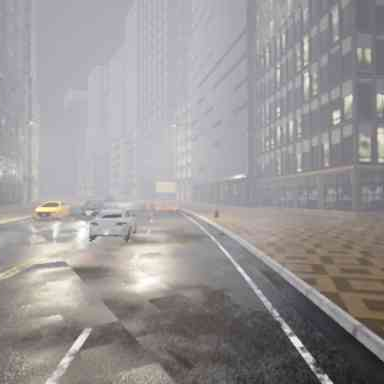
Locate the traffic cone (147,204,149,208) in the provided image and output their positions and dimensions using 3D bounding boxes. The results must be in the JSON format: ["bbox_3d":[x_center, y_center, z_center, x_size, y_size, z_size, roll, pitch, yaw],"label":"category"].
[{"bbox_3d":[-5.547,2.002,43.680,0.340,0.580,0.340,0,0,-10],"label":"traffic cone"}]

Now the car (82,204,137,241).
[{"bbox_3d":[-3.860,1.544,16.653,1.812,1.442,4.674,0,0,-4],"label":"car"}]

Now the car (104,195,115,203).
[{"bbox_3d":[-17.108,1.421,68.827,2.097,1.767,4.553,0,0,-17],"label":"car"}]

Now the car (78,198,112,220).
[{"bbox_3d":[-8.561,1.520,28.926,2.128,1.511,4.902,0,0,-7],"label":"car"}]

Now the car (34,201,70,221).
[{"bbox_3d":[-11.734,1.504,28.132,1.882,1.535,5.008,0,0,-7],"label":"car"}]

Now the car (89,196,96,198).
[{"bbox_3d":[-20.185,1.594,67.774,2.033,1.411,5.357,0,0,-17],"label":"car"}]

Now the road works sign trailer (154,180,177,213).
[{"bbox_3d":[-2.942,0.505,37.040,2.380,3.560,2.880,0,0,-10],"label":"road works sign trailer"}]
